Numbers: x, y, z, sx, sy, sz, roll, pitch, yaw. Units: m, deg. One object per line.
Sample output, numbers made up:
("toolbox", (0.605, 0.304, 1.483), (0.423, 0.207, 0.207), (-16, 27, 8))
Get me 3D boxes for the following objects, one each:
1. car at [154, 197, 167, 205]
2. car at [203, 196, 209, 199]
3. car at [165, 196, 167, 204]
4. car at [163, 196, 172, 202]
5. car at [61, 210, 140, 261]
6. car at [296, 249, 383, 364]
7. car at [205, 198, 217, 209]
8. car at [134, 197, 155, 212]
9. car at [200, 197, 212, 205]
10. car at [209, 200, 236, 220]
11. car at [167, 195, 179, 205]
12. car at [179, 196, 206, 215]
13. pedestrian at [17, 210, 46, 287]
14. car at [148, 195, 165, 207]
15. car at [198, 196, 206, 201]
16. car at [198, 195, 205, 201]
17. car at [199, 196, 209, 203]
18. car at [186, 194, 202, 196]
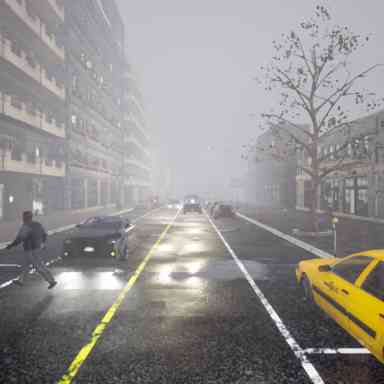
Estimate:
("car", (-5.783, 1.594, 61.820), (2.008, 1.369, 4.403), (0, 0, 0))
("car", (2.621, 1.461, 44.738), (1.967, 1.590, 4.097), (0, 0, 0))
("car", (-5.776, 1.475, 56.124), (1.967, 1.590, 4.097), (0, 0, 0))
("car", (-5.808, 1.640, 78.910), (1.947, 1.339, 4.313), (0, 0, 0))
("car", (-3.118, 1.563, 12.071), (1.994, 1.385, 4.181), (0, 0, 0))
("car", (2.993, 1.455, 4.668), (1.801, 1.575, 5.366), (0, 0, 0))
("car", (2.639, 1.575, 33.345), (1.947, 1.339, 4.313), (0, 0, 0))
("car", (-5.750, 1.597, 39.033), (1.802, 1.307, 4.206), (0, 0, 0))
("car", (2.598, 1.594, 61.828), (2.008, 1.369, 4.403), (0, 0, 0))
("car", (2.647, 1.587, 27.649), (1.802, 1.307, 4.206), (0, 0, 0))
("car", (-3.121, 1.640, 59.027), (1.895, 1.301, 4.718), (0, 0, 0))
("car", (0.043, 1.502, 34.594), (2.128, 1.511, 4.902), (0, 0, 0))
("pedestrian", (-3.683, 1.293, 7.650), (0.375, 1.860, 0.375), (0, 0, 0))
("car", (-5.768, 1.342, 50.426), (2.192, 1.841, 5.009), (0, 0, 0))
("car", (2.564, 1.631, 84.614), (1.887, 1.381, 4.507), (0, 0, 0))
("car", (2.556, 1.626, 90.481), (1.752, 1.417, 4.829), (0, 0, 0))
("car", (2.581, 1.608, 73.220), (1.887, 1.381, 4.507), (0, 0, 0))
("car", (0.004, 1.242, 44.697), (2.150, 2.045, 5.566), (0, 0, 0))
